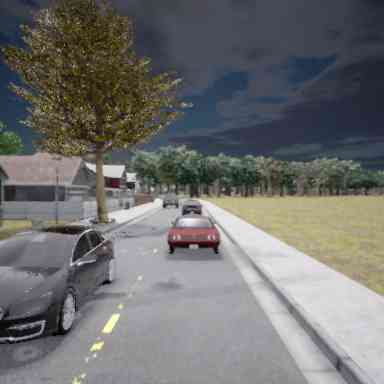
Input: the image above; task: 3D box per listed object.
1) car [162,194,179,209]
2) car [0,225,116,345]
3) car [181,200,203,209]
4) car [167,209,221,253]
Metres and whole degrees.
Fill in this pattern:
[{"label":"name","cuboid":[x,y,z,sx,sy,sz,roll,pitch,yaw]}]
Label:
[{"label":"car","cuboid":[-3.007,1.263,47.711,2.150,2.045,5.566,0,0,0]},{"label":"car","cuboid":[-2.864,1.510,6.750,1.837,1.490,4.892,0,0,0]},{"label":"car","cuboid":[-0.007,1.531,31.109,1.837,1.490,4.892,0,0,0]},{"label":"car","cuboid":[0.063,1.612,13.772,1.895,1.301,4.718,0,0,0]}]
